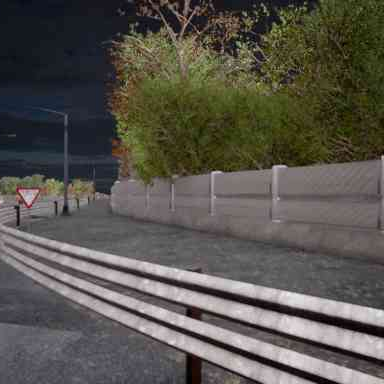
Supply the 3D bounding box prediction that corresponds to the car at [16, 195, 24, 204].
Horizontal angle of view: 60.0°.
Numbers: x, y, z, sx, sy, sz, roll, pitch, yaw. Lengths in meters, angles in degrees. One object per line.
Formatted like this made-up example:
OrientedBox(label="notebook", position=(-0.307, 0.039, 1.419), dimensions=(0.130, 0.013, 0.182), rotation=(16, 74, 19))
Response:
OrientedBox(label="car", position=(-33.296, 1.704, 66.361), dimensions=(1.895, 1.301, 4.718), rotation=(0, 0, -21))
